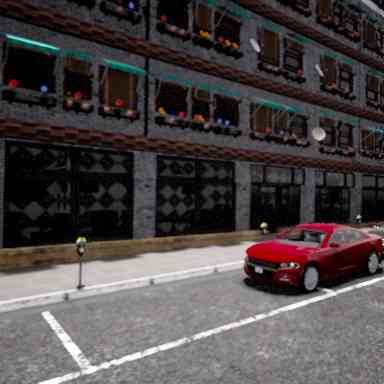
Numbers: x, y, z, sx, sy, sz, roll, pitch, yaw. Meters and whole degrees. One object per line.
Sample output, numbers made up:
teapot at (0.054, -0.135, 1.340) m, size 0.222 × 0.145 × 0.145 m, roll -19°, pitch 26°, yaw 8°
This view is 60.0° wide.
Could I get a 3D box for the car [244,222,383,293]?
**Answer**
car at (3.361, 1.537, 8.900) m, size 4.507 × 1.381 × 1.887 m, roll 0°, pitch 1°, yaw -35°
